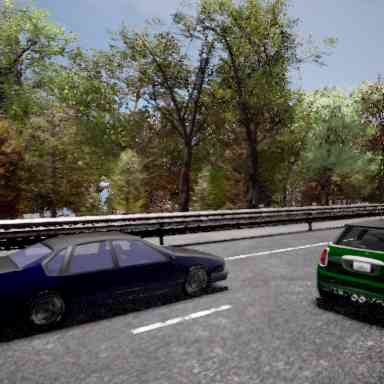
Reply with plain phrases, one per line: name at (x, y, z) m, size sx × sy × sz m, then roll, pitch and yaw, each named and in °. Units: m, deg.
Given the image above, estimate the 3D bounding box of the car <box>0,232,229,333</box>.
car at (-1.760, 1.550, 6.806) m, size 5.357 × 1.411 × 2.033 m, roll 0°, pitch 0°, yaw -36°

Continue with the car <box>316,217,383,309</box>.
car at (4.752, 1.352, 7.174) m, size 4.553 × 1.767 × 2.097 m, roll 0°, pitch 0°, yaw -36°
